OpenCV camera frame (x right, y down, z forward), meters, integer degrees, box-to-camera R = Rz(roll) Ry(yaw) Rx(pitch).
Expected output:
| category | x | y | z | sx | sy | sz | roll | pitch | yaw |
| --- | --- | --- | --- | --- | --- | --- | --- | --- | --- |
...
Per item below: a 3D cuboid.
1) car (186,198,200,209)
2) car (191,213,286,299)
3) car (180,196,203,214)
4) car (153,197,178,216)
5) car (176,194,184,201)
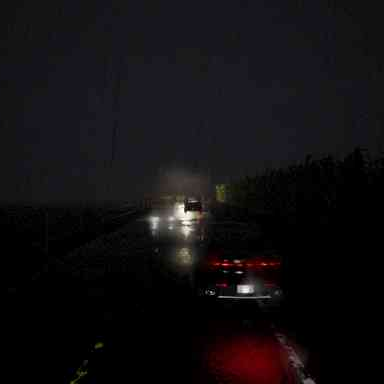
| category | x | y | z | sx | sy | sz | roll | pitch | yaw |
| --- | --- | --- | --- | --- | --- | --- | --- | --- | --- |
| car | 0.116 | 1.526 | 45.768 | 1.812 | 1.442 | 4.674 | 0 | 0 | 0 |
| car | 0.971 | 1.505 | 8.426 | 1.837 | 1.490 | 4.892 | 0 | 0 | 0 |
| car | 0.109 | 1.491 | 35.594 | 2.128 | 1.511 | 4.902 | 0 | 0 | 0 |
| car | -2.720 | 1.477 | 32.674 | 1.882 | 1.535 | 5.008 | 0 | 0 | 0 |
| car | -2.675 | 1.358 | 78.431 | 2.097 | 1.767 | 4.553 | 0 | 0 | 0 |
